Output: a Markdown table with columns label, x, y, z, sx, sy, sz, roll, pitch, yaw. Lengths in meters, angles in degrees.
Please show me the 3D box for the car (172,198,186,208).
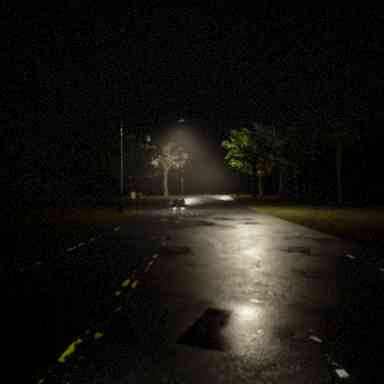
| label | x | y | z | sx | sy | sz | roll | pitch | yaw |
| --- | --- | --- | --- | --- | --- | --- | --- | --- | --- |
| car | -1.954 | 1.608 | 50.844 | 2.033 | 1.411 | 5.357 | 0 | 0 | 3 |
